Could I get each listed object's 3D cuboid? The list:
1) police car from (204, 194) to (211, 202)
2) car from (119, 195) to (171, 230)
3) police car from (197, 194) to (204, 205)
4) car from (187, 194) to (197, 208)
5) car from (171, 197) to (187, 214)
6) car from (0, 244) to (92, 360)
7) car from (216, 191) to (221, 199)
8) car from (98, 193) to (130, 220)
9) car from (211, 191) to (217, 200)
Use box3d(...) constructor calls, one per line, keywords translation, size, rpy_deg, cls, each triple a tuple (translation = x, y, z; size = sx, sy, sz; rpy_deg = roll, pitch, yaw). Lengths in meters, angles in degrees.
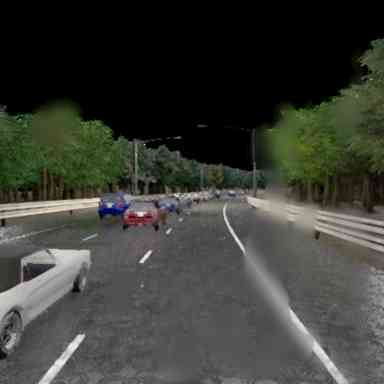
box3d(translation=(1.992, 1.176, 65.551), size=(2.038, 1.542, 4.974), rpy_deg=(0, 0, 9), cls="police car")
box3d(translation=(-2.780, 1.280, 20.708), size=(2.097, 1.767, 4.553), rpy_deg=(0, 0, 3), cls="car")
box3d(translation=(0.368, 1.191, 54.924), size=(1.930, 1.638, 5.238), rpy_deg=(0, 1, 8), cls="police car")
box3d(translation=(-0.997, 1.335, 44.044), size=(2.128, 1.511, 4.902), rpy_deg=(0, 0, 6), cls="car")
box3d(translation=(-2.063, 1.238, 33.208), size=(2.097, 1.767, 4.553), rpy_deg=(0, 0, 5), cls="car")
box3d(translation=(-3.320, 1.579, 5.849), size=(1.895, 1.301, 4.718), rpy_deg=(0, 0, 1), cls="car")
box3d(translation=(6.137, 0.702, 86.894), size=(2.150, 2.045, 5.566), rpy_deg=(0, 1, 13), cls="car")
box3d(translation=(-5.901, 1.122, 27.246), size=(2.150, 2.045, 5.566), rpy_deg=(0, 0, 4), cls="car")
box3d(translation=(3.918, 1.123, 76.237), size=(2.033, 1.411, 5.357), rpy_deg=(0, 1, 11), cls="car")
